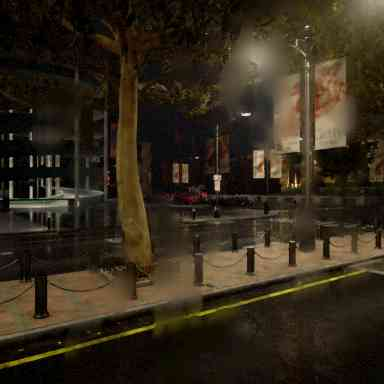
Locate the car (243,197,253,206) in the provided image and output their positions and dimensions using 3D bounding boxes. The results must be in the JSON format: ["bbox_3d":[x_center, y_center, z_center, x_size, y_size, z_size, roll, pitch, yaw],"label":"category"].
[{"bbox_3d":[7.500,1.491,52.763,2.128,1.511,4.902,0,0,-35],"label":"car"}]

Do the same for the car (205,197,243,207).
[{"bbox_3d":[4.743,1.547,50.619,2.033,1.411,5.357,0,0,-35],"label":"car"}]

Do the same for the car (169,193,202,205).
[{"bbox_3d":[-1.166,1.221,58.921,2.150,2.045,5.566,0,0,-36],"label":"car"}]

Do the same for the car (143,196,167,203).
[{"bbox_3d":[-7.826,1.478,66.762,5.008,1.535,1.882,0,0,42],"label":"car"}]

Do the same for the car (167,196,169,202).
[{"bbox_3d":[-4.461,1.526,68.535,1.812,1.442,4.674,0,0,-44],"label":"car"}]

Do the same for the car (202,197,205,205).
[{"bbox_3d":[1.854,1.547,60.713,2.033,1.411,5.357,0,0,-36],"label":"car"}]
